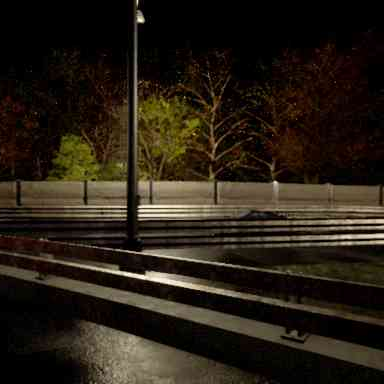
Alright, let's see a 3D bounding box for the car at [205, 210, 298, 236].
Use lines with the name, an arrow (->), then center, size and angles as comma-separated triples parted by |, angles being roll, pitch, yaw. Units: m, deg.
car -> 2.715, 1.536, 15.470 | 4.181, 1.385, 1.994 | 0, 0, -9
